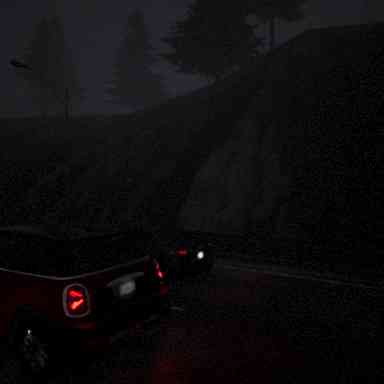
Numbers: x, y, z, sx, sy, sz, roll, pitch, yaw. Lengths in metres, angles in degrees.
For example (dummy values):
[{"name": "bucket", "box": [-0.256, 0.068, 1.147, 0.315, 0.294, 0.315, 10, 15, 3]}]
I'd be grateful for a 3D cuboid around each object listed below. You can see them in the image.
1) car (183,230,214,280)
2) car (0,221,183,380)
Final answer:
[{"name": "car", "box": [-1.526, 1.480, 8.984, 4.181, 1.385, 1.994, 0, 1, 31]}, {"name": "car", "box": [-2.677, 1.306, 5.602, 4.553, 1.767, 2.097, 0, 1, 32]}]
